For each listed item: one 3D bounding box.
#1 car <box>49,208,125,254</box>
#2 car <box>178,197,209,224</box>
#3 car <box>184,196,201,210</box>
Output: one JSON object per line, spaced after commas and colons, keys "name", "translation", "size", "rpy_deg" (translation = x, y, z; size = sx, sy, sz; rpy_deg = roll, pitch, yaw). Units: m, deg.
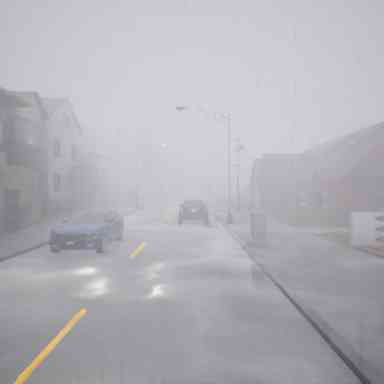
{"name": "car", "translation": [-4.064, 1.437, 13.618], "size": [1.882, 1.535, 5.008], "rpy_deg": [0, 0, 0]}
{"name": "car", "translation": [0.101, 1.280, 24.171], "size": [2.097, 1.767, 4.553], "rpy_deg": [0, 0, 0]}
{"name": "car", "translation": [0.083, 1.367, 42.317], "size": [2.128, 1.511, 4.902], "rpy_deg": [0, 0, 0]}
